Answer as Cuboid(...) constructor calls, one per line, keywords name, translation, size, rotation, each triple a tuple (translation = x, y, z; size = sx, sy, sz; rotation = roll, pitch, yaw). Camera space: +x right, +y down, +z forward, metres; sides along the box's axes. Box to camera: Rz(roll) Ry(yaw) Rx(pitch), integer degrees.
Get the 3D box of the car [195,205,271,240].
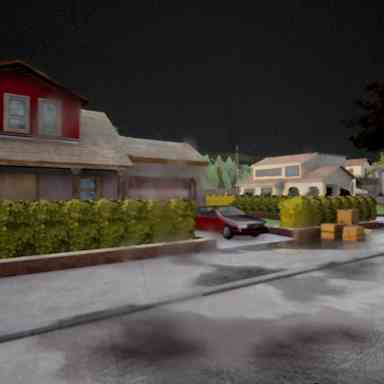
Cuboid(name="car", translation=(1.341, 1.371, 16.379), size=(2.033, 1.415, 5.357), rotation=(0, 0, -33))
